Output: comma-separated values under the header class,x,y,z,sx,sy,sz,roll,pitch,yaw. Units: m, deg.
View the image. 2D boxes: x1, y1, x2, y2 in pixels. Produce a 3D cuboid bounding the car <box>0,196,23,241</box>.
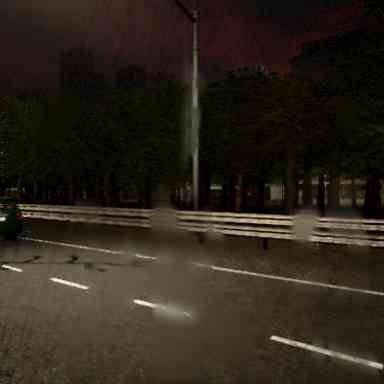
class,x,y,z,sx,sy,sz,roll,pitch,yaw
car,-10.027,1.217,15.333,5.566,2.045,2.150,0,0,36
